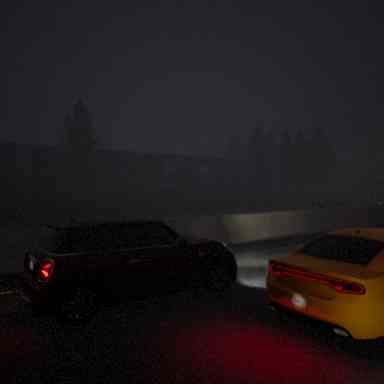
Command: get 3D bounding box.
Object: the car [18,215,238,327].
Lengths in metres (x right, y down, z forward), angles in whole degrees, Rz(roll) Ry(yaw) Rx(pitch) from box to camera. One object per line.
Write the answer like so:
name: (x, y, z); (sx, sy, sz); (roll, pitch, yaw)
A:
car: (-1.151, 1.323, 7.225); (4.553, 1.767, 2.097); (-1, 0, -35)

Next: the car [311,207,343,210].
car: (14.763, 1.295, 36.312); (4.718, 1.301, 1.895); (-1, 0, -37)

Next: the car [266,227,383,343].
car: (3.580, 1.418, 6.300); (5.008, 1.535, 1.882); (-1, 0, -36)
